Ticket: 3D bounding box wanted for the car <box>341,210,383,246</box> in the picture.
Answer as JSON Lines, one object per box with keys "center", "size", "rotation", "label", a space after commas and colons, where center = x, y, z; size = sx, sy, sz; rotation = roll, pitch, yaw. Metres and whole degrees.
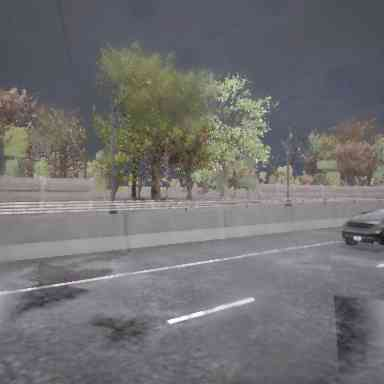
{"center": [8.269, 1.516, 14.067], "size": [4.892, 1.490, 1.837], "rotation": [0, 0, -35], "label": "car"}
